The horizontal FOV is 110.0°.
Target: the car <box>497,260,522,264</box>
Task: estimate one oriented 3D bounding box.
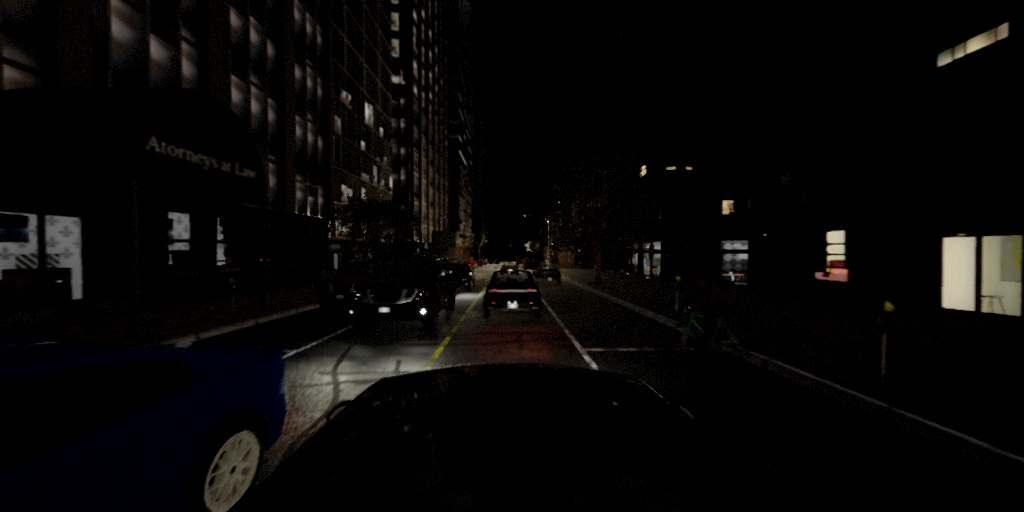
[{"bbox_3d":[-0.212,1.330,36.691,1.895,1.301,4.718,0,0,0],"label":"car"}]

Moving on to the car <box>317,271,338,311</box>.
[{"bbox_3d":[-5.892,1.076,14.788,2.192,1.841,5.009,0,0,0],"label":"car"}]

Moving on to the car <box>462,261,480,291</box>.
[{"bbox_3d":[-3.253,1.253,21.980,1.837,1.490,4.892,0,0,-1],"label":"car"}]

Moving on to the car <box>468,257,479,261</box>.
[{"bbox_3d":[-6.087,1.055,48.723,2.192,1.841,5.009,0,0,0],"label":"car"}]

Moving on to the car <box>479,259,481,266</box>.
[{"bbox_3d":[-6.134,1.263,54.089,1.751,1.417,4.829,0,0,0],"label":"car"}]

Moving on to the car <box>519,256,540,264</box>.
[{"bbox_3d":[2.342,1.031,43.253,2.192,1.841,5.009,0,0,0],"label":"car"}]

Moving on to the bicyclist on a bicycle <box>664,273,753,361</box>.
[{"bbox_3d":[3.611,1.130,6.624,1.656,1.620,0.582,-2,0,0],"label":"bicyclist on a bicycle"}]

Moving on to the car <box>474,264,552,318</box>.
[{"bbox_3d":[0.004,1.235,12.906,2.128,1.511,4.902,0,0,0],"label":"car"}]

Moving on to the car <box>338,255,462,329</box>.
[{"bbox_3d":[-3.173,0.976,11.620,2.150,2.045,5.566,0,0,0],"label":"car"}]

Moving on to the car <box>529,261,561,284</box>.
[{"bbox_3d":[2.506,1.277,25.914,2.007,1.370,4.403,0,0,0],"label":"car"}]

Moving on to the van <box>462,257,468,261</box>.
[{"bbox_3d":[-5.990,1.089,37.655,1.690,1.789,3.998,0,0,0],"label":"van"}]

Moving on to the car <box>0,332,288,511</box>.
[{"bbox_3d":[-3.087,1.238,1.346,1.882,1.535,5.008,0,0,0],"label":"car"}]
